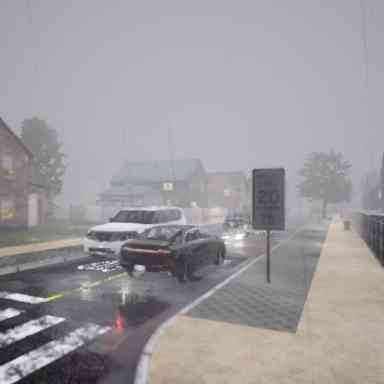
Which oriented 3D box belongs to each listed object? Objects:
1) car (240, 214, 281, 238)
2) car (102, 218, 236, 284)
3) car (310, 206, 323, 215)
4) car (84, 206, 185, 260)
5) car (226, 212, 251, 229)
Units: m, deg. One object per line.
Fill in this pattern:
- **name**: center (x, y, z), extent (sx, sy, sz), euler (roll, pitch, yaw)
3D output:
- **car**: center (5.042, 2.394, 23.273), extent (1.895, 1.301, 4.718), euler (0, -2, 23)
- **car**: center (-0.379, 1.808, 10.742), extent (2.128, 1.511, 4.902), euler (0, -2, 23)
- **car**: center (29.904, 4.525, 80.663), extent (2.150, 2.045, 5.566), euler (0, -3, 24)
- **car**: center (-2.046, 1.625, 14.075), extent (2.150, 2.045, 5.566), euler (0, -2, 23)
- **car**: center (4.088, 2.443, 28.235), extent (2.128, 1.511, 4.902), euler (0, -2, 23)
